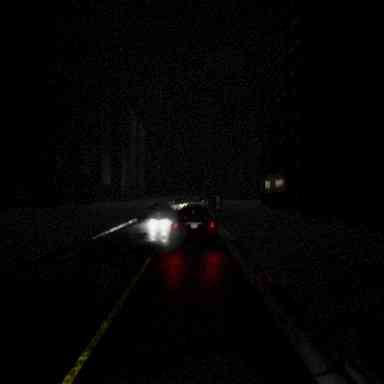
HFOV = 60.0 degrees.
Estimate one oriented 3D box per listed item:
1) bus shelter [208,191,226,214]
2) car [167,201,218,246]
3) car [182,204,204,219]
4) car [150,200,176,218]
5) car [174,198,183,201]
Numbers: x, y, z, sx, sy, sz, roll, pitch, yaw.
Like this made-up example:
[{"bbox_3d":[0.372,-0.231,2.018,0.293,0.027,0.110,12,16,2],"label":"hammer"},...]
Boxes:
[{"bbox_3d":[3.128,1.300,42.485,1.920,2.740,3.880,0,-1,0],"label":"bus shelter"},{"bbox_3d":[0.097,1.516,16.420,2.097,1.767,4.553,0,-1,0],"label":"car"},{"bbox_3d":[0.101,1.897,33.212,1.994,1.385,4.181,0,-1,0],"label":"car"},{"bbox_3d":[-3.093,1.829,33.640,2.128,1.511,4.902,0,-1,0],"label":"car"},{"bbox_3d":[-2.992,2.073,76.133,1.837,1.490,4.892,0,-1,0],"label":"car"}]
